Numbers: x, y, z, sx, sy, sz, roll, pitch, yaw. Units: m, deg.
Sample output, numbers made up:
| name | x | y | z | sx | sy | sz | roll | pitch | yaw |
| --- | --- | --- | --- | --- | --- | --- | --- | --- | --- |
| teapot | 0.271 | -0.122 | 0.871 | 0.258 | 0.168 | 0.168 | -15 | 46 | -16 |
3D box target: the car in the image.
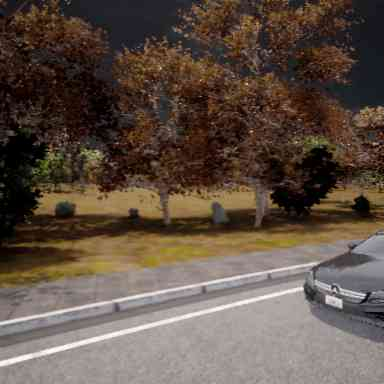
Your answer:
| name | x | y | z | sx | sy | sz | roll | pitch | yaw |
| --- | --- | --- | --- | --- | --- | --- | --- | --- | --- |
| car | 4.265 | 1.462 | 6.453 | 4.674 | 1.442 | 1.812 | -1 | 1 | -30 |
